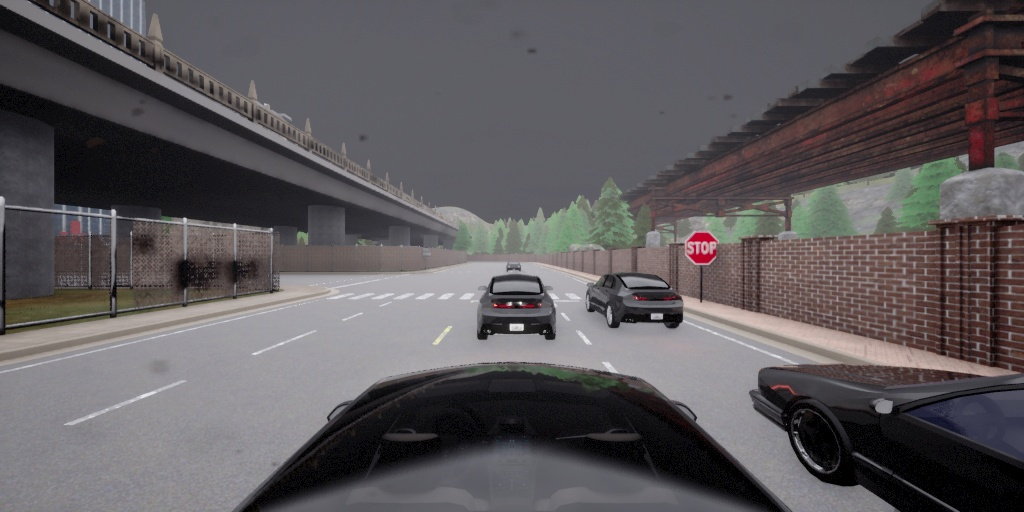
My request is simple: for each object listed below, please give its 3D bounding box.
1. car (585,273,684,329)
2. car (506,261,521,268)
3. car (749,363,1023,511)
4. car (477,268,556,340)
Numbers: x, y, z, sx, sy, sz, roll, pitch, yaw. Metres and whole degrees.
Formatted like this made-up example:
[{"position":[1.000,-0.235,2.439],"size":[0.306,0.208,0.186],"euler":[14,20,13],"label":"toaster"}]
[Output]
[{"position":[3.606,1.255,11.316],"size":[1.837,1.490,4.892],"euler":[0,0,0],"label":"car"},{"position":[0.212,1.351,46.249],"size":[1.895,1.301,4.718],"euler":[0,0,-1],"label":"car"},{"position":[3.600,1.297,1.570],"size":[2.033,1.411,5.357],"euler":[0,0,0],"label":"car"},{"position":[0.104,1.255,9.959],"size":[1.837,1.490,4.892],"euler":[0,0,0],"label":"car"}]
